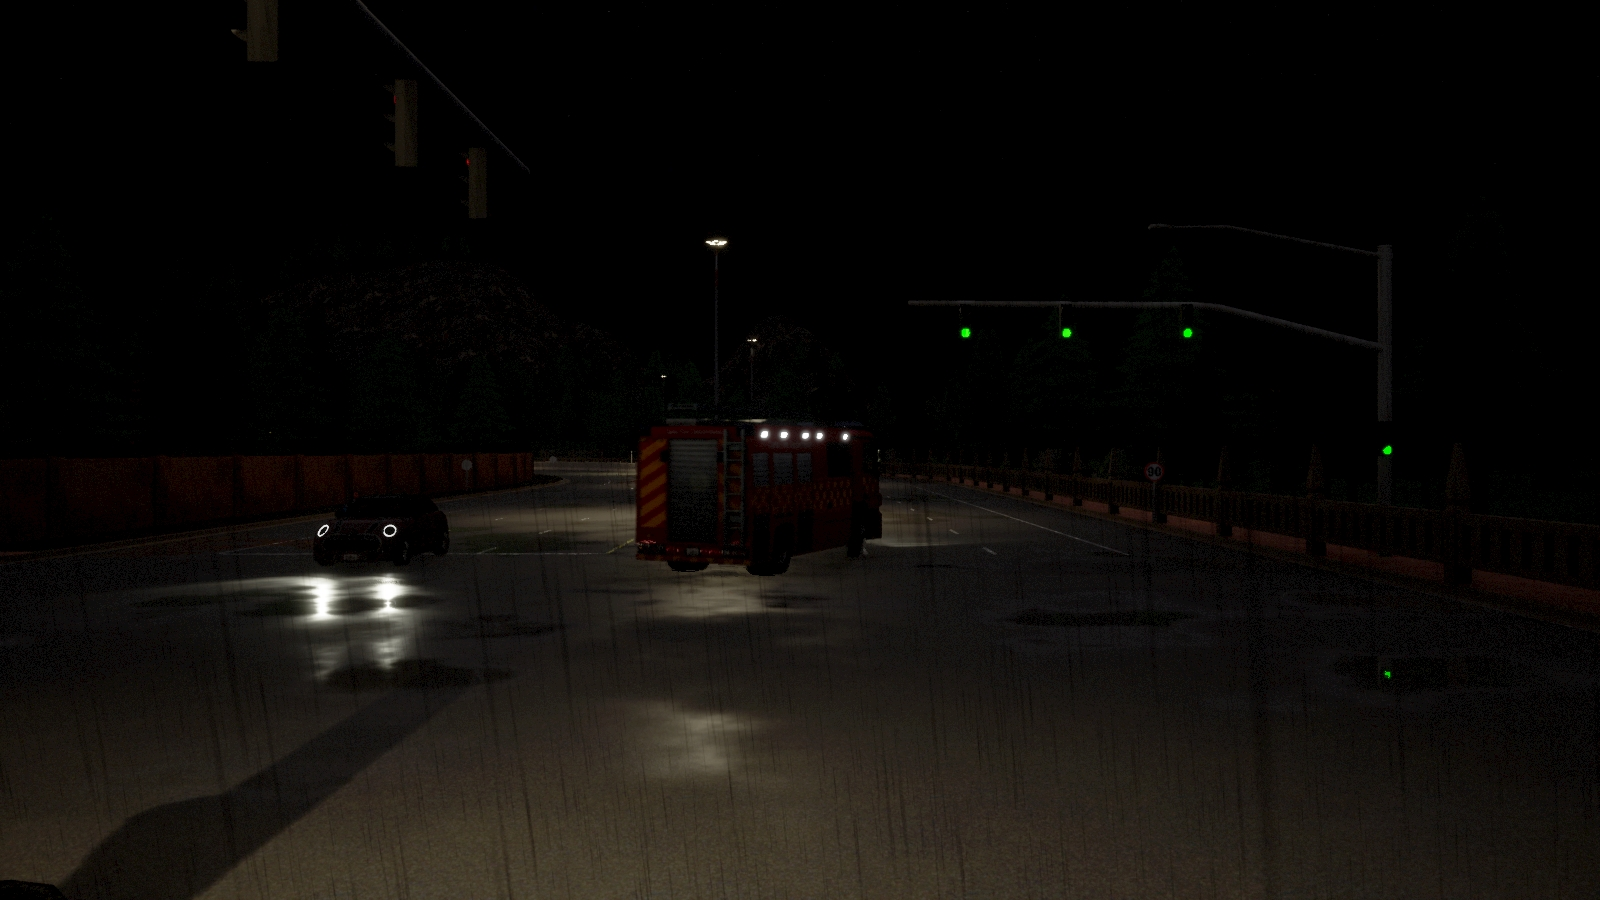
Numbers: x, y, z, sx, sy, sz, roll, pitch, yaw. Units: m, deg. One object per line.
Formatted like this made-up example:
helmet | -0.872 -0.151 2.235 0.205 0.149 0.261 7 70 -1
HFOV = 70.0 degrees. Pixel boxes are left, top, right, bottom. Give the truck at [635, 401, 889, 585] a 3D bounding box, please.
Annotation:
truck | -0.579 0.890 28.271 2.891 3.827 8.468 0 0 24

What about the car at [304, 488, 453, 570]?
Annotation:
car | -10.504 1.906 28.861 2.097 1.767 4.553 0 0 0
